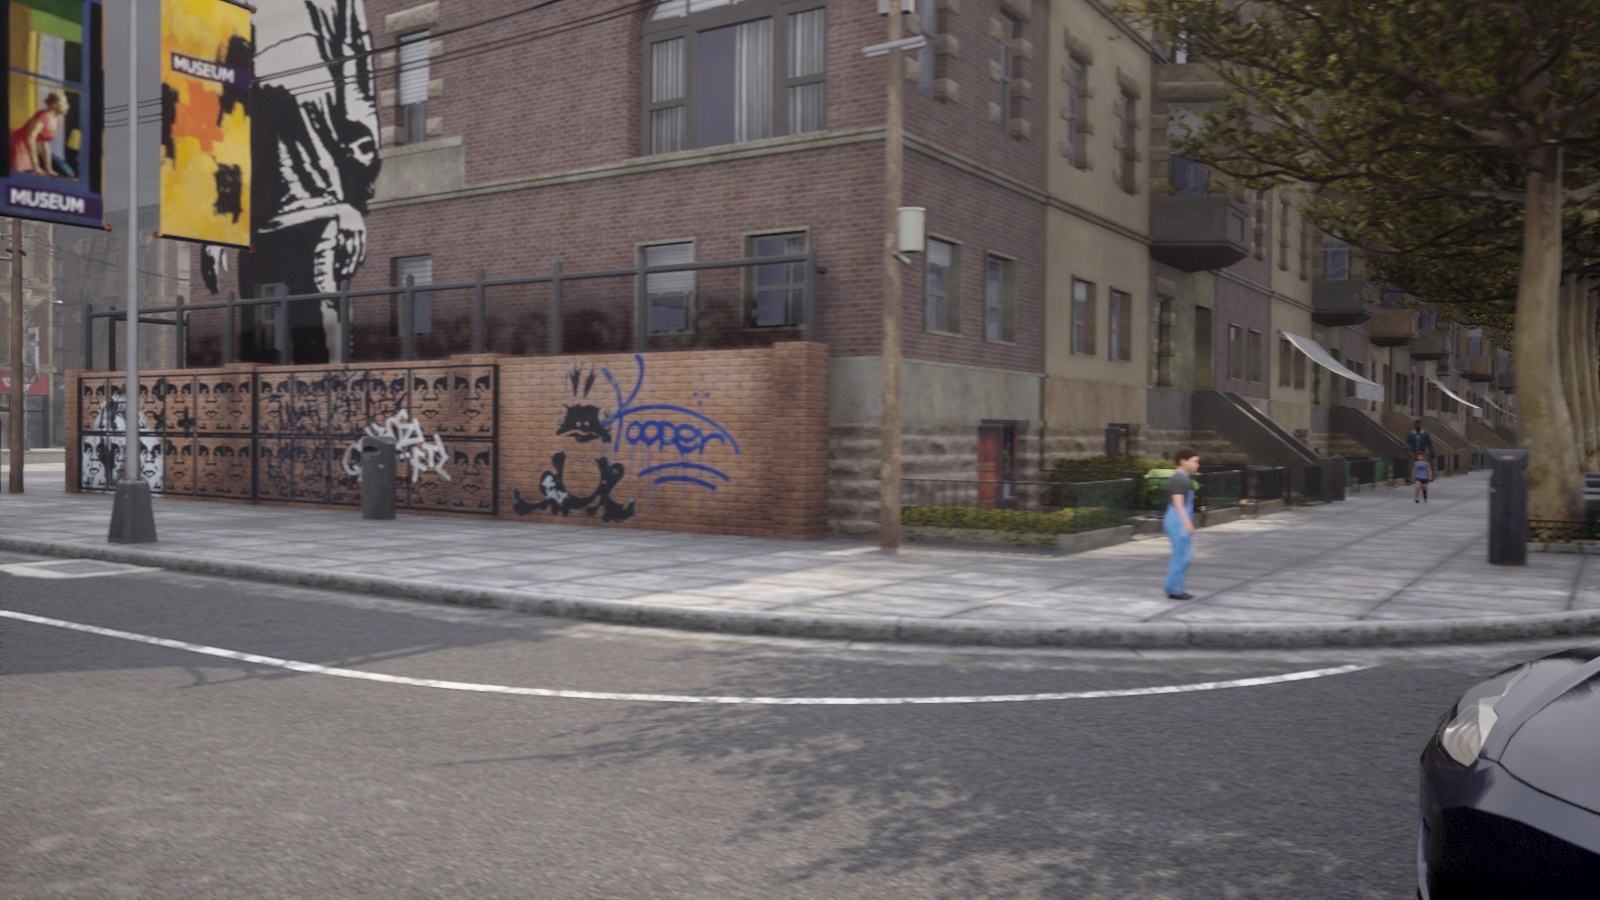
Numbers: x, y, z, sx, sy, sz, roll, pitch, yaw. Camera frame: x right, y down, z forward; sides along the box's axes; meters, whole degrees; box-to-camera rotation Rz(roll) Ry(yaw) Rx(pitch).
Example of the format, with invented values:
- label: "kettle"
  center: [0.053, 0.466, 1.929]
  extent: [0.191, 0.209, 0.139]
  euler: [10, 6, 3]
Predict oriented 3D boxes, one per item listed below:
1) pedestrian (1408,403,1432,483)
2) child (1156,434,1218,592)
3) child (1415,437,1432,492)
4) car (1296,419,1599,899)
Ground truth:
- label: "pedestrian"
  center: [15.439, -0.179, 31.265]
  extent: [0.423, 1.949, 0.788]
  euler: [0, 1, 35]
- label: "child"
  center: [3.153, 0.500, 10.228]
  extent: [0.437, 1.263, 0.270]
  euler: [0, 1, 26]
- label: "child"
  center: [12.792, 0.301, 25.748]
  extent: [0.255, 1.110, 0.394]
  euler: [0, 1, 34]
- label: "car"
  center: [3.996, 0.654, 3.013]
  extent: [4.792, 1.488, 2.163]
  euler: [-1, 1, -10]
